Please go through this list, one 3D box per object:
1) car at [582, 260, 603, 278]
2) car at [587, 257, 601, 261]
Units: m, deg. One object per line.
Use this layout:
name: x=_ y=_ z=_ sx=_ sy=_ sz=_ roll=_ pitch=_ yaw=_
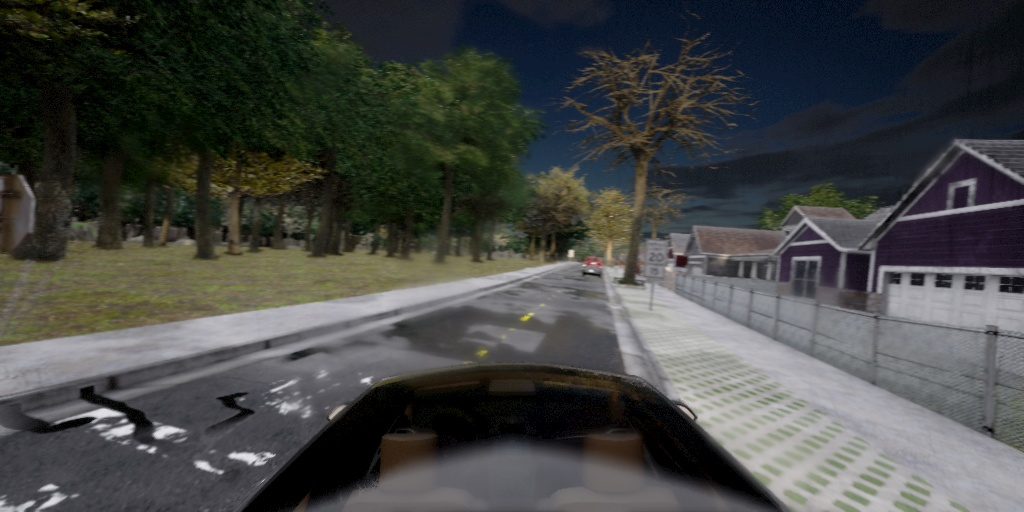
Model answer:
car: x=8.636 y=1.523 z=38.702 sx=1.994 sy=1.385 sz=4.181 roll=6 pitch=1 yaw=13
car: x=11.092 y=1.174 z=48.847 sx=2.150 sy=2.045 sz=5.566 roll=6 pitch=2 yaw=14
